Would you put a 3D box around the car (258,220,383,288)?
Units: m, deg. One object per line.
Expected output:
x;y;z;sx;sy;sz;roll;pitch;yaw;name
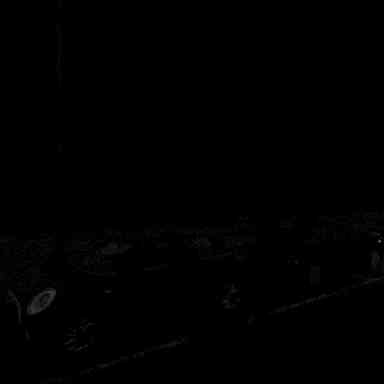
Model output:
3.531;1.517;9.158;4.507;1.381;1.887;0;0;-35;car

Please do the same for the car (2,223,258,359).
-1.031;1.432;5.907;4.097;1.590;1.967;0;0;-35;car
